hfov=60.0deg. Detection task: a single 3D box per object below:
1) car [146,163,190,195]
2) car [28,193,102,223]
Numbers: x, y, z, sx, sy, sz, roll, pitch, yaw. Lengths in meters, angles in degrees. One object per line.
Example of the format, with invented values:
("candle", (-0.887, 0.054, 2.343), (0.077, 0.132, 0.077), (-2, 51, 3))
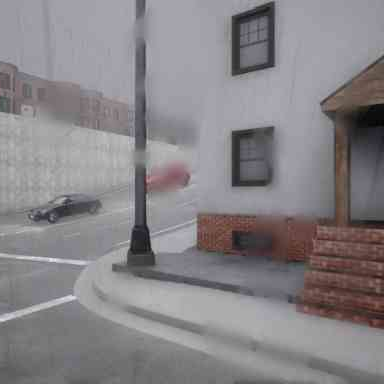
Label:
("car", (-2.351, -1.187, 28.687), (2.150, 2.045, 5.566), (0, 13, 34))
("car", (-7.826, 0.873, 20.854), (1.812, 1.442, 4.674), (0, 7, 35))
